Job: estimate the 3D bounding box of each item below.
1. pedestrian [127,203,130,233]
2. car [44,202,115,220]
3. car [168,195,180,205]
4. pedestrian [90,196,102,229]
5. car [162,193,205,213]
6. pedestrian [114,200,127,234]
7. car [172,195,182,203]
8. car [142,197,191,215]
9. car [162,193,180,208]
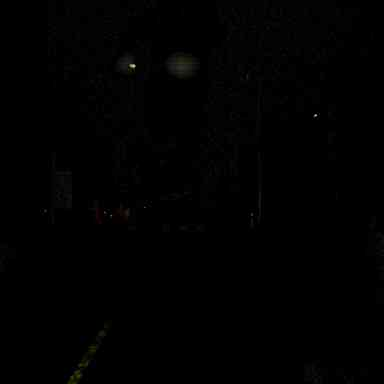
[{"bbox_3d":[-3.677,1.288,18.349,0.375,1.860,0.375,1,-1,0],"label":"pedestrian"},{"bbox_3d":[-8.819,1.462,26.021,5.357,1.411,2.033,-1,-1,9],"label":"car"},{"bbox_3d":[-3.083,1.418,59.136,1.882,1.535,5.008,0,0,0],"label":"car"},{"bbox_3d":[-5.433,1.133,18.888,0.375,1.860,0.375,1,-1,0],"label":"pedestrian"},{"bbox_3d":[-0.922,1.332,36.503,4.553,1.767,2.097,0,0,-1],"label":"car"},{"bbox_3d":[-3.804,1.289,17.606,0.375,1.860,0.375,1,-1,0],"label":"pedestrian"},{"bbox_3d":[-3.102,1.404,69.385,1.882,1.535,5.008,0,0,-1],"label":"car"},{"bbox_3d":[-2.649,1.521,33.222,4.674,1.442,1.812,0,0,-1],"label":"car"},{"bbox_3d":[-3.052,1.180,48.560,2.150,2.045,5.566,0,0,1],"label":"car"}]
